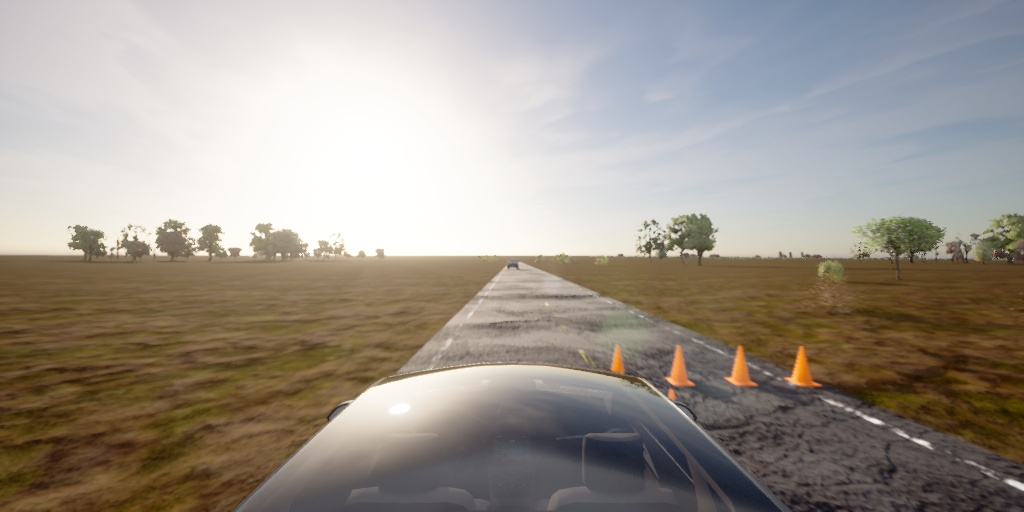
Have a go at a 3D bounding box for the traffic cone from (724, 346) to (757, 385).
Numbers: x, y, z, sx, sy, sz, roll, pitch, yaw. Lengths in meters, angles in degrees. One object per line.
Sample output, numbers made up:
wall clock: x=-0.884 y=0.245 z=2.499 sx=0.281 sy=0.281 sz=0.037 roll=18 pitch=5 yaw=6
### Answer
traffic cone: x=3.723 y=1.760 z=5.845 sx=0.340 sy=0.580 sz=0.340 roll=0 pitch=0 yaw=0

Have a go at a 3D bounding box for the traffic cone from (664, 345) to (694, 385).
traffic cone: x=2.723 y=1.755 z=5.848 sx=0.340 sy=0.580 sz=0.340 roll=0 pitch=0 yaw=0

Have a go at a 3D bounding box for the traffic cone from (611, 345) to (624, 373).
traffic cone: x=1.723 y=1.749 z=5.851 sx=0.340 sy=0.580 sz=0.340 roll=0 pitch=0 yaw=0

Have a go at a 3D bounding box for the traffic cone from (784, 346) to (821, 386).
traffic cone: x=4.723 y=1.766 z=5.842 sx=0.340 sy=0.580 sz=0.340 roll=0 pitch=0 yaw=0

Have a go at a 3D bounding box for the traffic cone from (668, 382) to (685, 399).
traffic cone: x=1.717 y=1.733 z=3.851 sx=0.340 sy=0.580 sz=0.340 roll=0 pitch=0 yaw=0
